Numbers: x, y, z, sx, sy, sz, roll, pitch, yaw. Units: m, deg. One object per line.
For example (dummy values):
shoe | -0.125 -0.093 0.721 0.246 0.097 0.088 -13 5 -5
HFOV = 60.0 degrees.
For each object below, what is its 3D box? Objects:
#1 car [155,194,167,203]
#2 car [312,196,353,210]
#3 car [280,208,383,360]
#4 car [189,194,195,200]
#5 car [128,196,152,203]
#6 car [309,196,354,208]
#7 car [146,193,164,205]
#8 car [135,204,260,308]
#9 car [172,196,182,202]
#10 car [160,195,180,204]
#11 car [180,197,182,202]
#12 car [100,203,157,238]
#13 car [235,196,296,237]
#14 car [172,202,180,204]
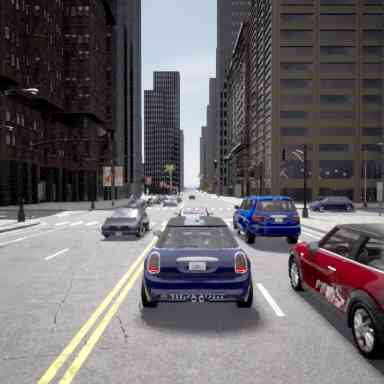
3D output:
car | -6.501 1.313 71.029 2.097 1.767 4.553 0 0 0
car | 16.678 1.323 39.578 4.097 1.590 1.967 0 1 0
car | 3.345 1.349 6.125 2.097 1.767 4.553 0 0 0
car | -0.001 1.456 92.237 1.837 1.490 4.892 0 0 0
car | -6.599 1.463 40.696 2.128 1.511 4.902 0 0 0
car | 15.352 1.277 36.877 4.553 1.767 2.097 0 1 -1
car | -6.583 1.453 57.627 2.128 1.511 4.902 0 0 0
car | 0.095 1.348 8.084 2.097 1.767 4.553 0 0 0
car | -3.251 1.509 73.543 1.994 1.385 4.181 0 0 0
car | -3.346 1.565 51.532 1.895 1.301 4.718 0 0 3
car | -3.315 1.522 62.308 1.994 1.385 4.181 0 0 0
car | -3.350 1.535 17.866 2.033 1.411 5.357 0 0 0
car | 3.352 1.211 15.835 2.150 2.045 5.566 0 0 -2
car | 0.093 1.480 17.021 2.128 1.511 4.902 0 0 0
